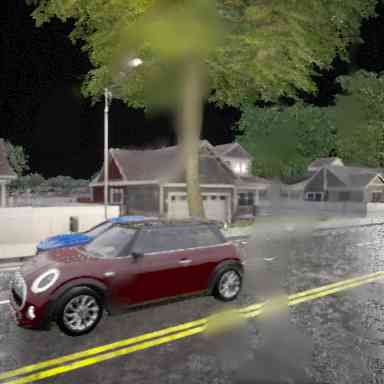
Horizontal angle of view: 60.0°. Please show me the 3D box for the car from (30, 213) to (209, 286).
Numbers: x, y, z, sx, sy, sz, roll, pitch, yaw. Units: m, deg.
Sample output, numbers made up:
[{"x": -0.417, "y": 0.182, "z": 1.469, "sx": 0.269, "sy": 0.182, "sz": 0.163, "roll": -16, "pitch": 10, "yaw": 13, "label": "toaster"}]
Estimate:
[{"x": -2.047, "y": 1.510, "z": 10.187, "sx": 5.008, "sy": 1.535, "sz": 1.882, "roll": 1, "pitch": 0, "yaw": -35, "label": "car"}]

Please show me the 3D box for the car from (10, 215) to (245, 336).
[{"x": -1.126, "y": 1.375, "z": 6.819, "sx": 4.553, "sy": 1.767, "sz": 2.097, "roll": 1, "pitch": 0, "yaw": -34, "label": "car"}]
